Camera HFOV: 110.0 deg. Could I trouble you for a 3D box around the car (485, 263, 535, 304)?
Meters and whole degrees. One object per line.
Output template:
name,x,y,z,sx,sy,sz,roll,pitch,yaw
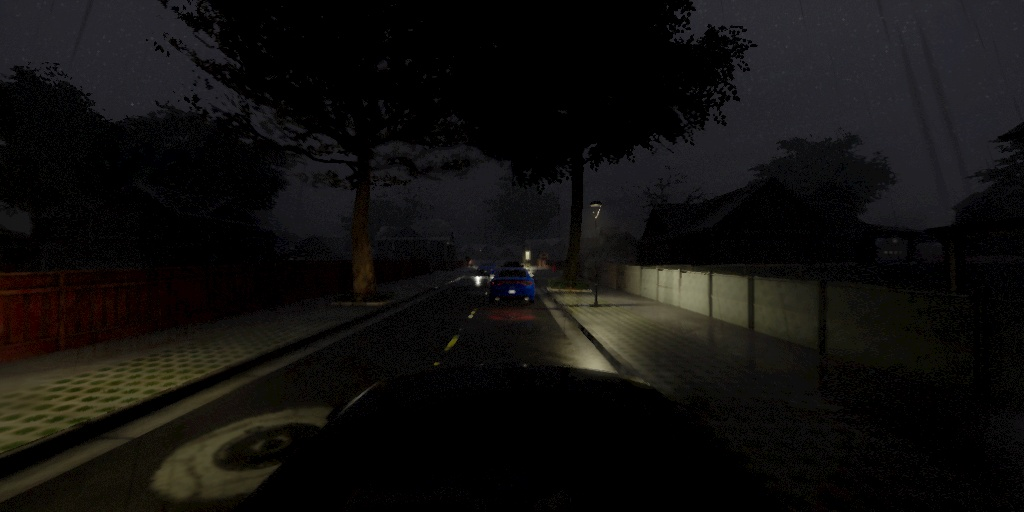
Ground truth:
car,0.000,1.253,16.510,1.882,1.535,5.008,0,0,0

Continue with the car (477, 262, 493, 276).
car,-2.750,1.356,39.751,1.882,1.535,5.008,0,0,0

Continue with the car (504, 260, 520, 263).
car,0.000,1.174,31.492,2.097,1.767,4.553,0,0,0
